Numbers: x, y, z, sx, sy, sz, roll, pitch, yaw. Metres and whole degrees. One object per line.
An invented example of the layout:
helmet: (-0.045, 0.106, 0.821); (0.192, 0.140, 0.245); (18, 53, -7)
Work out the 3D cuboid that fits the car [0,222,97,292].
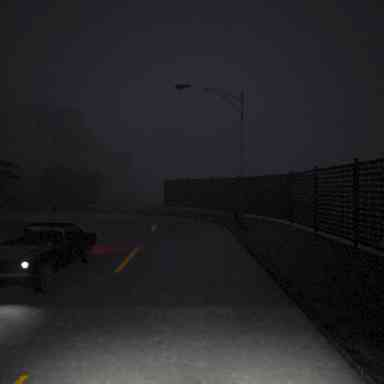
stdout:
car: (-4.075, 1.526, 8.822); (1.895, 1.301, 4.718); (0, 0, 0)
